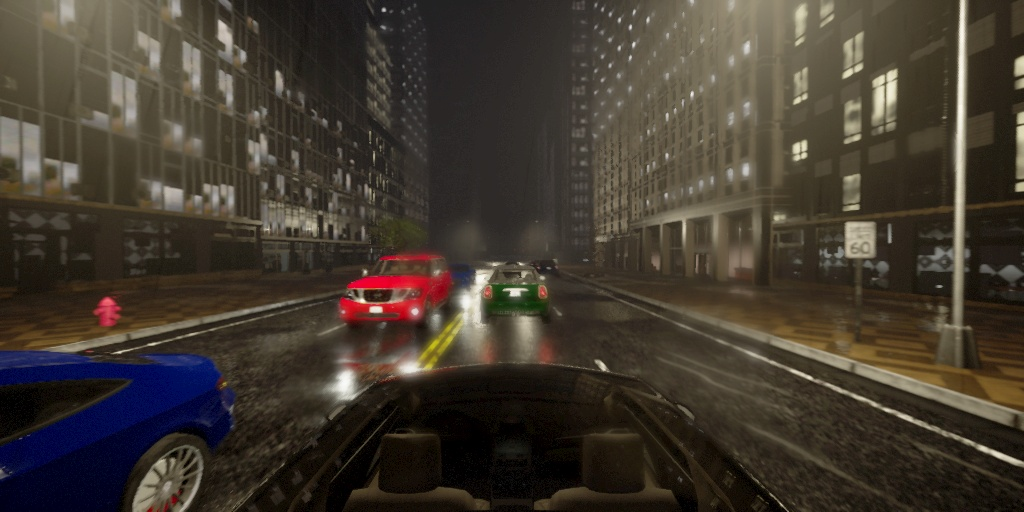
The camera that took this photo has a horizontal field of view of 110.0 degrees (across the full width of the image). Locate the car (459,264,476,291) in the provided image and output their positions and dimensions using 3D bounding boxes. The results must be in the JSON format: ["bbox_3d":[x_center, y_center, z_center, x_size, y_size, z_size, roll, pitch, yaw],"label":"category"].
[{"bbox_3d":[-3.245,1.220,22.055,1.882,1.535,5.008,0,0,0],"label":"car"}]

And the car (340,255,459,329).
[{"bbox_3d":[-3.327,0.968,11.583,2.150,2.045,5.566,0,0,0],"label":"car"}]

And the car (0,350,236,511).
[{"bbox_3d":[-3.347,1.275,1.296,1.812,1.442,4.674,0,0,0],"label":"car"}]

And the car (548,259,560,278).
[{"bbox_3d":[3.313,1.088,33.800,2.097,1.767,4.553,0,0,3],"label":"car"}]

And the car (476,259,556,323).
[{"bbox_3d":[0.104,1.098,12.304,2.097,1.767,4.553,0,0,0],"label":"car"}]

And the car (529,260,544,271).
[{"bbox_3d":[3.365,1.247,50.061,1.812,1.442,4.674,0,0,0],"label":"car"}]
